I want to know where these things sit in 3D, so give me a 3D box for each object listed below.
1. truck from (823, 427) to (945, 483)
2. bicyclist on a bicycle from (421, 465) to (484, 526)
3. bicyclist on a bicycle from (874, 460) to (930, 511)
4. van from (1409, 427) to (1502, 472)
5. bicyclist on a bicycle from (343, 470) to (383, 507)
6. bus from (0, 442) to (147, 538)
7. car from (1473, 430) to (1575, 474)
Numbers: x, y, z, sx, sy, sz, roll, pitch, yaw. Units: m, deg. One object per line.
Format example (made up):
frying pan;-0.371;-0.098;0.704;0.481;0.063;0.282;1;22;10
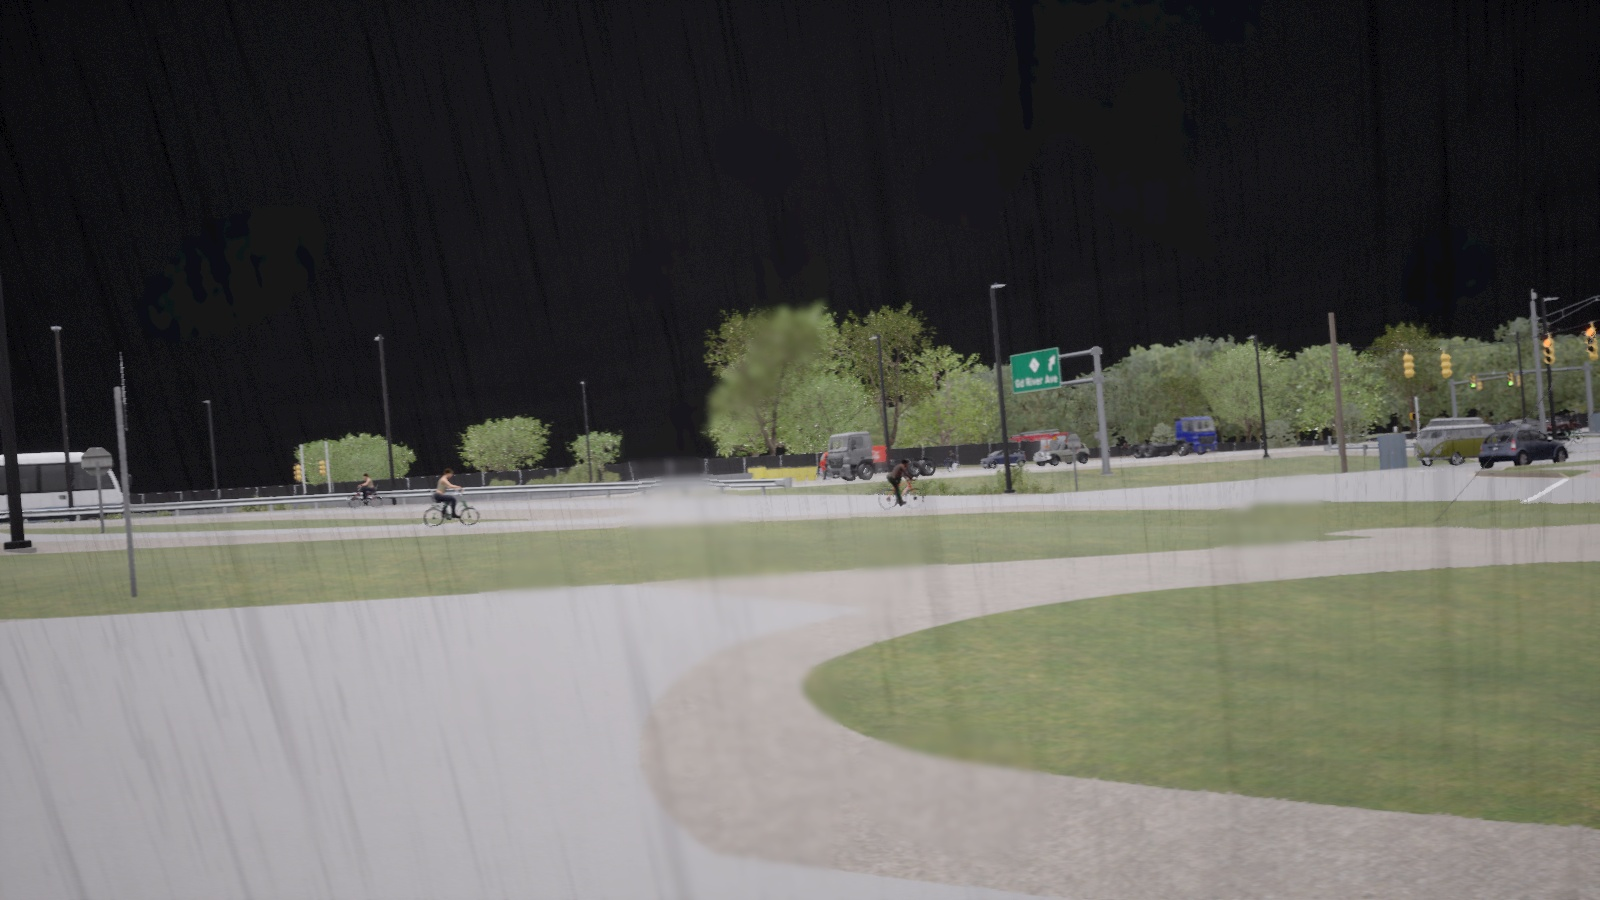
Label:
truck;5.895;0.343;87.555;7.936;3.462;2.891;-3;-1;-27
bicyclist on a bicycle;-9.512;1.237;34.328;1.509;1.612;0.866;0;-2;-26
bicyclist on a bicycle;3.300;1.142;40.612;1.656;1.620;0.582;-1;-1;-21
van;32.416;-0.008;62.068;4.442;1.987;1.775;-3;-1;-28
bicyclist on a bicycle;-19.952;1.736;57.345;1.509;1.612;0.866;-2;0;-6
bus;-37.698;2.054;61.147;10.273;4.253;3.944;-3;-1;-27
car;30.696;0.077;53.228;3.988;1.617;1.851;-2;-1;-28
